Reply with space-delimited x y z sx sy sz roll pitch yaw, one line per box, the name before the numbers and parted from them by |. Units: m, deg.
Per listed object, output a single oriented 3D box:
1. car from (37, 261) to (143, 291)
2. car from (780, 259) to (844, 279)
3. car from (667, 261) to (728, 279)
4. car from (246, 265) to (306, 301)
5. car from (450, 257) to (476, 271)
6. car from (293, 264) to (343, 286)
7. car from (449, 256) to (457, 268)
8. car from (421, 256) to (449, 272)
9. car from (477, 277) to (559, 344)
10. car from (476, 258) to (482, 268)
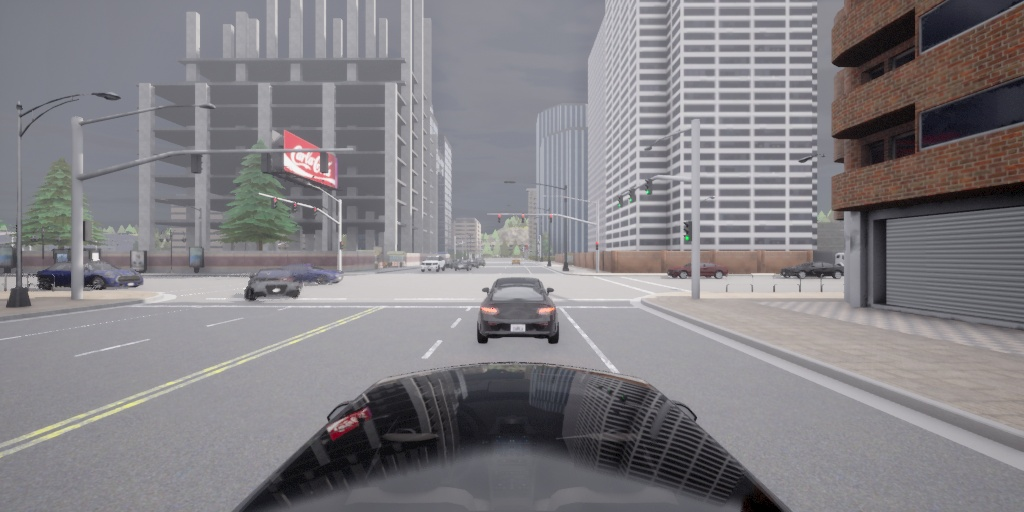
car | -25.063 1.101 21.475 4.553 1.767 2.097 0 0 0
car | 26.653 1.227 31.829 5.008 1.535 1.882 0 0 0
car | 16.460 1.227 31.905 5.008 1.535 1.882 0 0 0
car | -11.460 1.314 17.279 1.994 1.385 4.181 1 0 -36
car | -6.565 1.241 48.554 2.128 1.511 4.902 0 0 1
car | -14.275 1.275 24.905 4.674 1.442 1.812 0 0 0
car | -9.970 1.102 55.669 2.097 1.767 4.553 0 0 1
car | -10.084 0.971 46.199 2.150 2.045 5.566 0 0 1
car | 0.157 1.276 9.484 1.812 1.442 4.674 0 0 1
car | -6.444 1.314 58.524 1.994 1.385 4.181 0 0 0
